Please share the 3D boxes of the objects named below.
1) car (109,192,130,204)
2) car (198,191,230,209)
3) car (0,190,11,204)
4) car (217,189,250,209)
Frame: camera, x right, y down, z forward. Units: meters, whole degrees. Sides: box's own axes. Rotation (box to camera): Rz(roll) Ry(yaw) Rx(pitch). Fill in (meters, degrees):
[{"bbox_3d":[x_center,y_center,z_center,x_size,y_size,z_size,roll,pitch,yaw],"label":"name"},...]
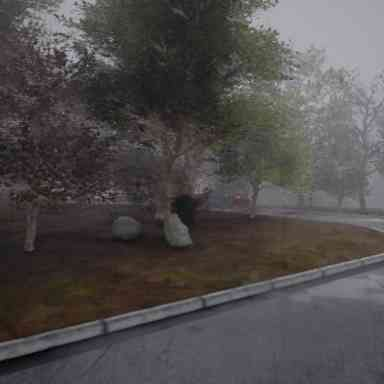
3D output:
[{"bbox_3d":[-8.016,0.604,41.887,4.553,1.767,2.097,1,0,5],"label":"car"},{"bbox_3d":[1.157,0.906,33.409,1.837,1.490,4.892,3,-1,-40],"label":"car"},{"bbox_3d":[-18.283,0.572,34.170,4.892,1.490,1.837,1,0,-38],"label":"car"},{"bbox_3d":[3.631,0.665,35.586,2.150,2.045,5.566,1,0,-39],"label":"car"}]
